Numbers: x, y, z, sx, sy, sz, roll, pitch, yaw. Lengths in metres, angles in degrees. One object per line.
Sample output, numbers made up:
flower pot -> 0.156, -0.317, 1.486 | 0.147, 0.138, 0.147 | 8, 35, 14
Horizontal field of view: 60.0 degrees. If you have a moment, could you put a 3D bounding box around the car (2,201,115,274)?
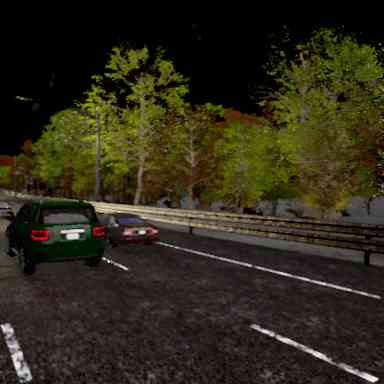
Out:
car -> -4.770, 1.305, 11.204 | 2.150, 2.045, 5.566 | 1, -1, -35

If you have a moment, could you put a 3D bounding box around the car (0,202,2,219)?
car -> -15.603, 1.554, 26.621 | 2.128, 1.511, 4.902 | 1, 0, -35

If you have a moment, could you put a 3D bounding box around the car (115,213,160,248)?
car -> -3.452, 1.679, 15.408 | 2.033, 1.411, 5.357 | 1, -1, -35
